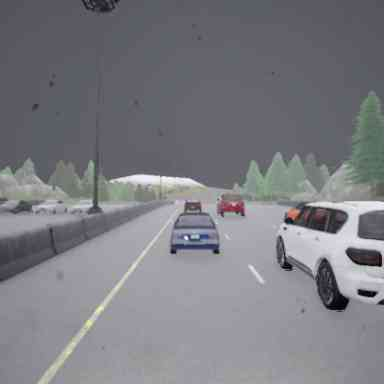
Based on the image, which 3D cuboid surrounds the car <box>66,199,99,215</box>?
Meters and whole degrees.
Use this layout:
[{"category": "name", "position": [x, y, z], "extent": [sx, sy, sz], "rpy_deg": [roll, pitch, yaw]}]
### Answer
[{"category": "car", "position": [-10.581, 1.486, 33.183], "extent": [1.812, 1.442, 4.674], "rpy_deg": [0, 0, 0]}]

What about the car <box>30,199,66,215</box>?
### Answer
[{"category": "car", "position": [-14.080, 1.486, 33.605], "extent": [1.812, 1.442, 4.674], "rpy_deg": [0, 0, 0]}]

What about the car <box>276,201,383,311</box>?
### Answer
[{"category": "car", "position": [3.613, 1.212, 7.870], "extent": [2.150, 2.045, 5.566], "rpy_deg": [0, 0, 0]}]

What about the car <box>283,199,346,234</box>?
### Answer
[{"category": "car", "position": [7.102, 1.328, 19.857], "extent": [2.097, 1.767, 4.553], "rpy_deg": [0, 0, 0]}]

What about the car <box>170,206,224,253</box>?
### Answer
[{"category": "car", "position": [0.101, 1.531, 13.570], "extent": [2.033, 1.411, 5.357], "rpy_deg": [0, 0, 0]}]

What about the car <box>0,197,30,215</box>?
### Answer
[{"category": "car", "position": [-17.581, 1.487, 33.147], "extent": [1.812, 1.442, 4.674], "rpy_deg": [0, 0, 0]}]

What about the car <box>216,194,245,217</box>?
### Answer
[{"category": "car", "position": [3.591, 1.184, 31.403], "extent": [2.150, 2.045, 5.566], "rpy_deg": [0, 0, 0]}]

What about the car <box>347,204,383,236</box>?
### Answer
[{"category": "car", "position": [10.602, 1.483, 18.379], "extent": [1.837, 1.490, 4.892], "rpy_deg": [0, 0, 0]}]

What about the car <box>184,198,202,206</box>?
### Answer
[{"category": "car", "position": [0.105, 1.433, 37.337], "extent": [1.882, 1.535, 5.008], "rpy_deg": [0, 0, 0]}]
